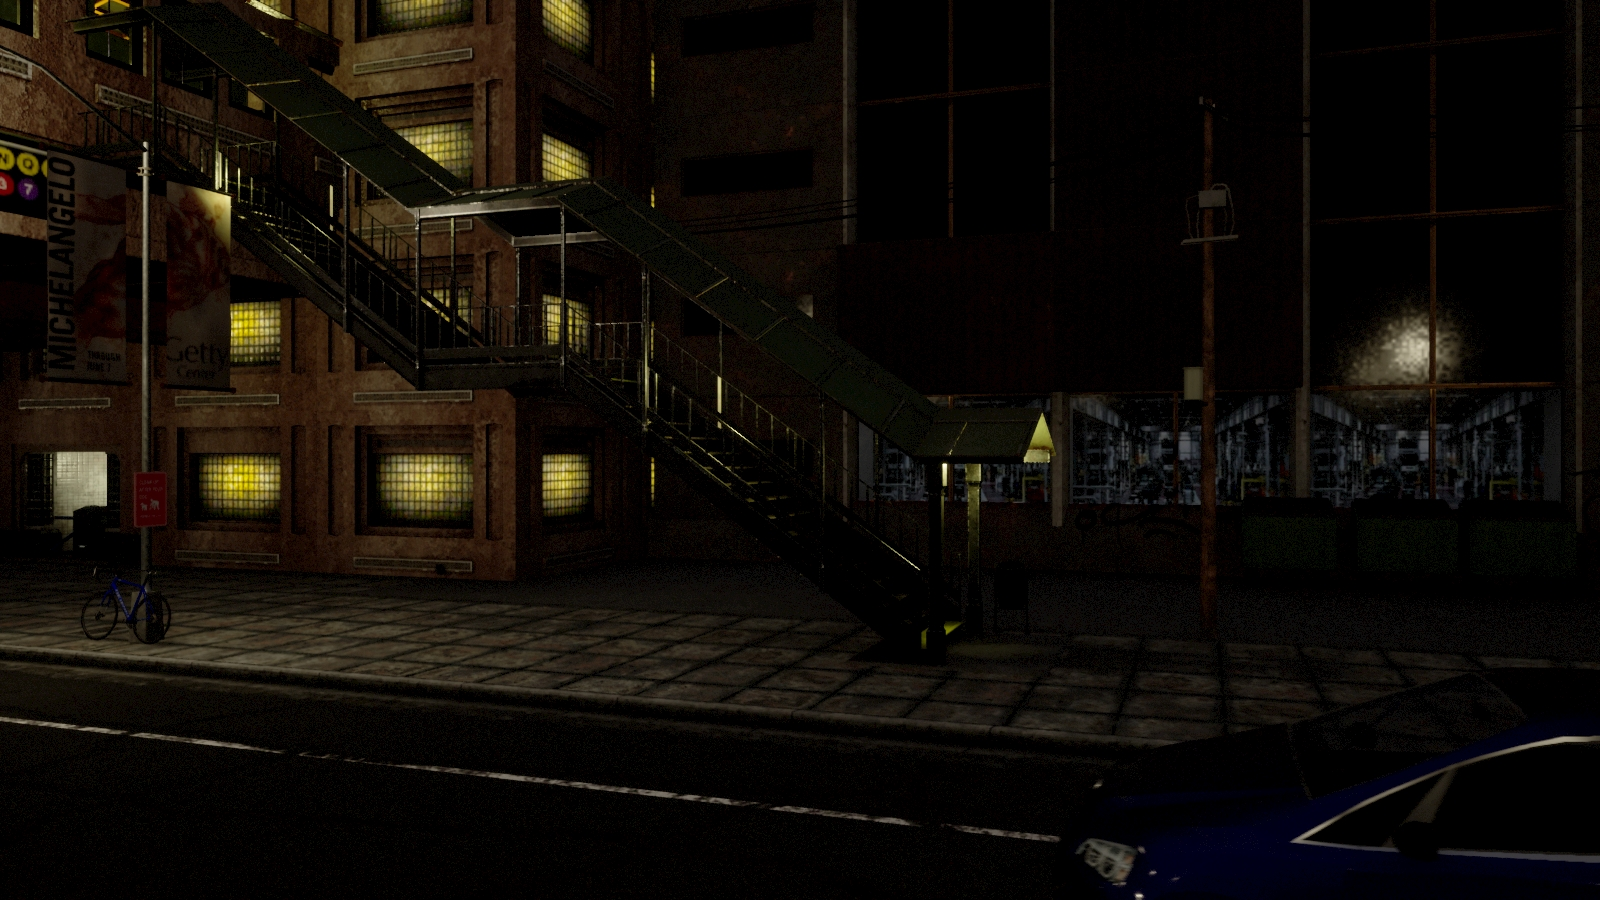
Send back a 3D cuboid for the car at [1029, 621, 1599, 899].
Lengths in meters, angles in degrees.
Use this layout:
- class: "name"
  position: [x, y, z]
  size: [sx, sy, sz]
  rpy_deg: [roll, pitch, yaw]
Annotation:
- class: "car"
  position: [3.639, 1.968, 5.713]
  size: [4.611, 1.667, 2.242]
  rpy_deg: [0, 0, 20]
